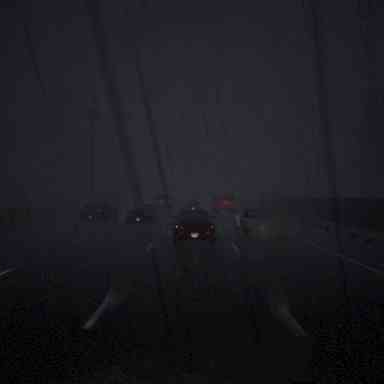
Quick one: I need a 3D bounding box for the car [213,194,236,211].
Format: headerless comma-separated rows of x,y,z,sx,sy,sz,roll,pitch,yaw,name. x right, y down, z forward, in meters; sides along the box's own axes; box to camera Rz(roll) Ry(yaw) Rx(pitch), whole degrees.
3.591,1.255,37.512,2.150,2.045,5.566,0,0,0,car

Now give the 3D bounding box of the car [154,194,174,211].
-3.394,1.263,40.274,2.150,2.045,5.566,0,0,0,car

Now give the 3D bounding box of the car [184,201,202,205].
0.106,1.598,34.537,1.994,1.385,4.181,0,0,0,car

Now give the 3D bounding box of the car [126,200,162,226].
-3.394,1.549,23.257,1.812,1.442,4.674,0,0,0,car

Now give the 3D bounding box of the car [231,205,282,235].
3.605,1.620,18.885,1.895,1.301,4.718,0,0,0,car

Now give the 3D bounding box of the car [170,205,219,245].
0.104,1.541,15.550,1.812,1.442,4.674,0,0,0,car

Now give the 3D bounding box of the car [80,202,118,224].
-6.895,1.517,25.014,2.128,1.511,4.902,0,0,0,car
